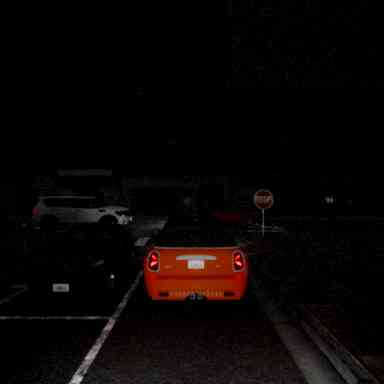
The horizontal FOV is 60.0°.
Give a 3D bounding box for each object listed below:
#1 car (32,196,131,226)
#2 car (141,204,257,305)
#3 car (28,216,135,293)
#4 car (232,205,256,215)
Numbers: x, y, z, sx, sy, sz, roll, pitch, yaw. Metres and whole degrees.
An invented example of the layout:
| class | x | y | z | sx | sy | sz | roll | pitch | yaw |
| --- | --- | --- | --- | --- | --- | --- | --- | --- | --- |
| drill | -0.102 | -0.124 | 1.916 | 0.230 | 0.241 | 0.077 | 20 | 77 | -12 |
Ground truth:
| class | x | y | z | sx | sy | sz | roll | pitch | yaw |
| --- | --- | --- | --- | --- | --- | --- | --- | --- | --- |
| car | -6.377 | 1.232 | 19.497 | 5.566 | 2.045 | 2.150 | 0 | 0 | 0 |
| car | 0.062 | 1.350 | 8.228 | 2.097 | 1.767 | 4.553 | 0 | 0 | 0 |
| car | -2.655 | 1.564 | 8.905 | 1.947 | 1.339 | 4.313 | 0 | 0 | 0 |
| car | 2.263 | 1.546 | 22.462 | 4.181 | 1.385 | 1.994 | 0 | 0 | 0 |
